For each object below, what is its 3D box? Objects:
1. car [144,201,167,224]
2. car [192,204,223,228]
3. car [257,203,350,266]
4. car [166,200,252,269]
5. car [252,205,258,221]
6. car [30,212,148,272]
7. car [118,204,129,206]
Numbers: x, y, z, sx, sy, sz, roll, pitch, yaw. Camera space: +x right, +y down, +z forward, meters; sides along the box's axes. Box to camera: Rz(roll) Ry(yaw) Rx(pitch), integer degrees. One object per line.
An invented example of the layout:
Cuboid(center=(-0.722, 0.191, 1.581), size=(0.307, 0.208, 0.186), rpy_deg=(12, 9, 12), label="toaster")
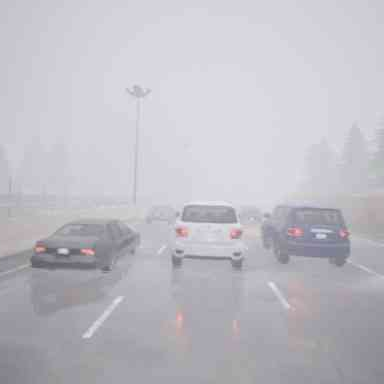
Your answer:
Cuboid(center=(-2.265, 1.655, 25.644), size=(2.033, 1.411, 5.357), rpy_deg=(2, 0, 3), label="car")
Cuboid(center=(1.229, 1.770, 25.465), size=(2.033, 1.411, 5.357), rpy_deg=(2, 0, 3), label="car")
Cuboid(center=(4.116, 1.452, 12.860), size=(2.150, 2.045, 5.566), rpy_deg=(2, 0, 3), label="car")
Cuboid(center=(0.547, 1.323, 11.798), size=(2.150, 2.045, 5.566), rpy_deg=(2, -1, 2), label="car")
Cuboid(center=(4.944, 1.878, 29.082), size=(1.837, 1.490, 4.892), rpy_deg=(2, 0, 3), label="car")
Cuboid(center=(-3.033, 1.523, 10.684), size=(2.033, 1.411, 5.357), rpy_deg=(2, 0, 3), label="car")
Cuboid(center=(-10.609, 1.637, 54.736), size=(1.895, 1.301, 4.718), rpy_deg=(2, 0, 10), label="car")
